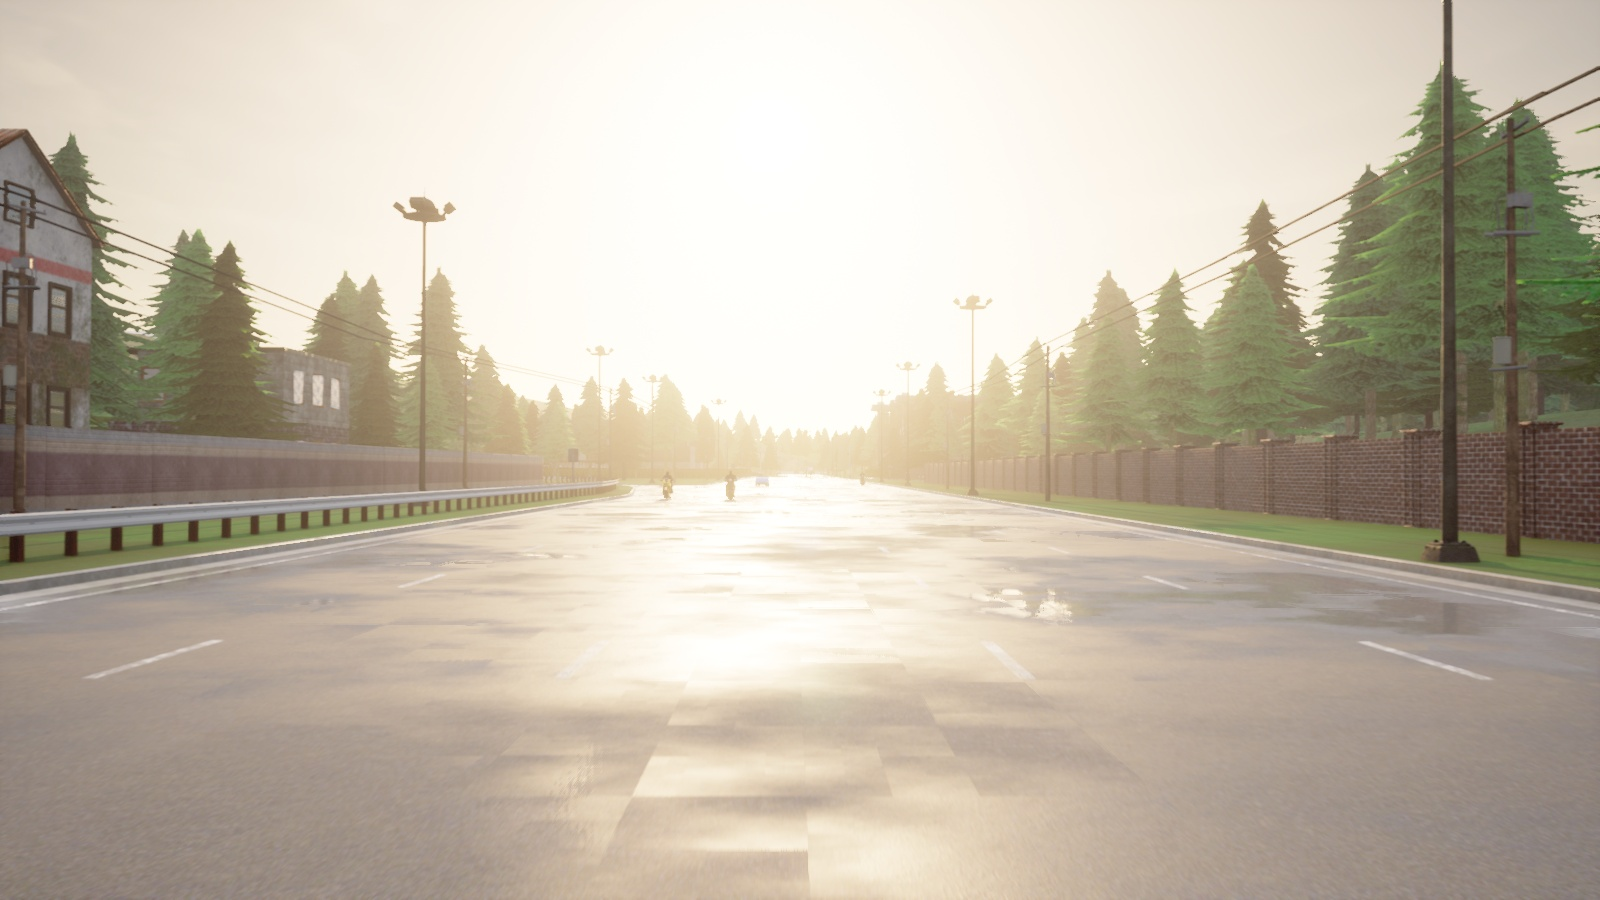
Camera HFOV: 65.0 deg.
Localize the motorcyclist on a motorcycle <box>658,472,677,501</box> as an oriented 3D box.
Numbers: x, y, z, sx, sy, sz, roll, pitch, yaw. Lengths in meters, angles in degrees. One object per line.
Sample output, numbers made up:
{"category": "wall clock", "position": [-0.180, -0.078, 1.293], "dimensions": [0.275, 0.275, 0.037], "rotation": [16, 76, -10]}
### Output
{"category": "motorcyclist on a motorcycle", "position": [-7.163, 1.961, 67.894], "dimensions": [0.797, 1.523, 2.044], "rotation": [0, 0, 0]}
